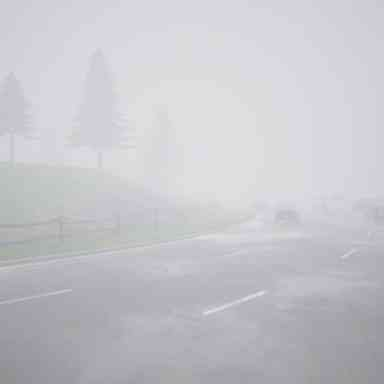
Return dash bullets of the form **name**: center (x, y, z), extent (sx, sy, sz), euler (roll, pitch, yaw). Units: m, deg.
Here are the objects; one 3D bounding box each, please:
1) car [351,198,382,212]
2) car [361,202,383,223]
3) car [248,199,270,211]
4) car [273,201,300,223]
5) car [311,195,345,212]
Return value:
- **car**: center (20.304, 1.442, 38.545), extent (2.097, 1.767, 4.553), euler (-1, -1, 2)
- **car**: center (14.540, 1.640, 25.288), extent (1.895, 1.301, 4.718), euler (-1, -1, 18)
- **car**: center (9.422, 1.764, 47.077), extent (2.097, 1.767, 4.553), euler (-1, -1, -3)
- **car**: center (7.867, 1.723, 27.415), extent (1.812, 1.442, 4.674), euler (-1, -1, 19)
- **car**: center (16.835, 1.419, 41.284), extent (2.150, 2.045, 5.566), euler (-1, 0, -3)
